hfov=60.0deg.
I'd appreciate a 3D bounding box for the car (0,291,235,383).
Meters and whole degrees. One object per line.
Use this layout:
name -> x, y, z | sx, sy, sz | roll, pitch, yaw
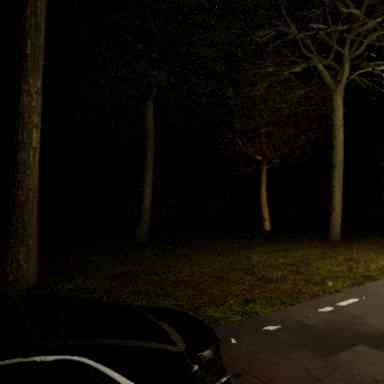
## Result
car -> -1.908, 1.500, 1.709 | 4.892, 1.490, 1.837 | 1, 0, -35
